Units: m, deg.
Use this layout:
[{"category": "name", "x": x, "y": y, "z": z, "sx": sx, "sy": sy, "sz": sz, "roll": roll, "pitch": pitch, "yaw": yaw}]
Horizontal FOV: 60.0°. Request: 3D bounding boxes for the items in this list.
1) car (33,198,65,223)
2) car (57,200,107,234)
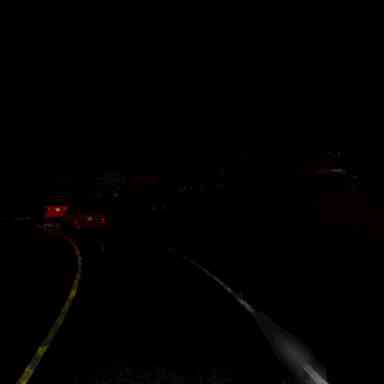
[{"category": "car", "x": -12.693, "y": 1.605, "z": 29.822, "sx": 2.150, "sy": 2.045, "sz": 5.566, "roll": 0, "pitch": -1, "yaw": -36}, {"category": "car", "x": -7.045, "y": 1.606, "z": 21.351, "sx": 2.097, "sy": 1.767, "sz": 4.553, "roll": 0, "pitch": 0, "yaw": -30}]
